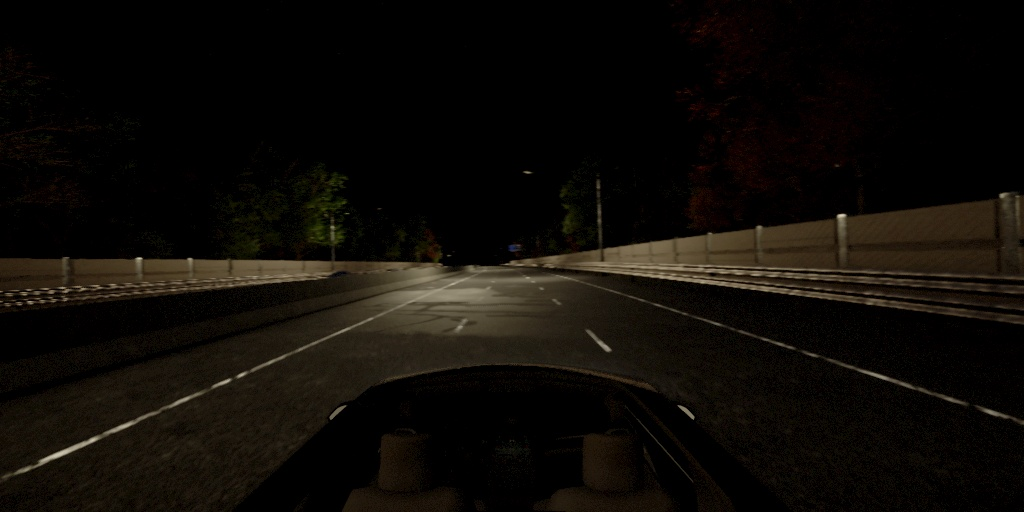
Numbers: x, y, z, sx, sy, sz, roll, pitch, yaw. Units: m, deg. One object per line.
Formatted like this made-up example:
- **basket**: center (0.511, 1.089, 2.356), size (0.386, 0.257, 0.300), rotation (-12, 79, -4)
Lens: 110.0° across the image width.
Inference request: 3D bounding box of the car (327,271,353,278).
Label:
- **car**: center (-21.251, 2.626, 44.486), size (1.812, 1.442, 4.674), rotation (-2, -1, -1)

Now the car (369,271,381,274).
- **car**: center (-17.775, 2.594, 45.903), size (1.895, 1.301, 4.718), rotation (-2, -1, -1)

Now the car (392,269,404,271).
- **car**: center (-14.244, 2.354, 44.612), size (1.812, 1.442, 4.674), rotation (-2, -1, -1)
